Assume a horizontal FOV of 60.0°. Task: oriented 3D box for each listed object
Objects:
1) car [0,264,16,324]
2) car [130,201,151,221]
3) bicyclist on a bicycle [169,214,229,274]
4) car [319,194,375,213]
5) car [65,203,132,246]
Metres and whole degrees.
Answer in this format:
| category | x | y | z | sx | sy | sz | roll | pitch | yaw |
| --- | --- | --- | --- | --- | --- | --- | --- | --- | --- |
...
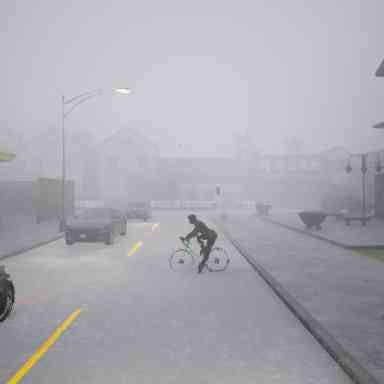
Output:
| category | x | y | z | sx | sy | sz | roll | pitch | yaw |
| --- | --- | --- | --- | --- | --- | --- | --- | --- | --- |
| car | -4.142 | 1.564 | 4.278 | 1.994 | 1.385 | 4.181 | 0 | 0 | -1 |
| car | -4.406 | 1.504 | 27.062 | 1.837 | 1.490 | 4.892 | 0 | 0 | -1 |
| bicyclist on a bicycle | 0.184 | 1.434 | 9.151 | 1.656 | 1.620 | 0.582 | -2 | 0 | 0 |
| car | 16.806 | 1.219 | 36.170 | 5.566 | 2.045 | 2.150 | 0 | 0 | 0 |
| car | -4.308 | 1.477 | 15.583 | 1.882 | 1.535 | 5.008 | 0 | 0 | -1 |
